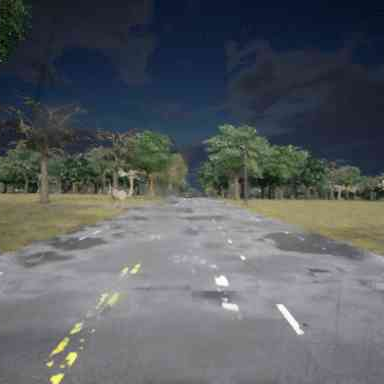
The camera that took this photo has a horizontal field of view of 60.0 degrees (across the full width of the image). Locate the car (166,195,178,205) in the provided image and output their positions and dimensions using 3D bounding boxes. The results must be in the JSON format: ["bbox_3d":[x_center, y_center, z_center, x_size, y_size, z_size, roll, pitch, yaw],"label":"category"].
[{"bbox_3d":[-3.563,1.332,60.292,2.097,1.767,4.553,0,0,0],"label":"car"}]
